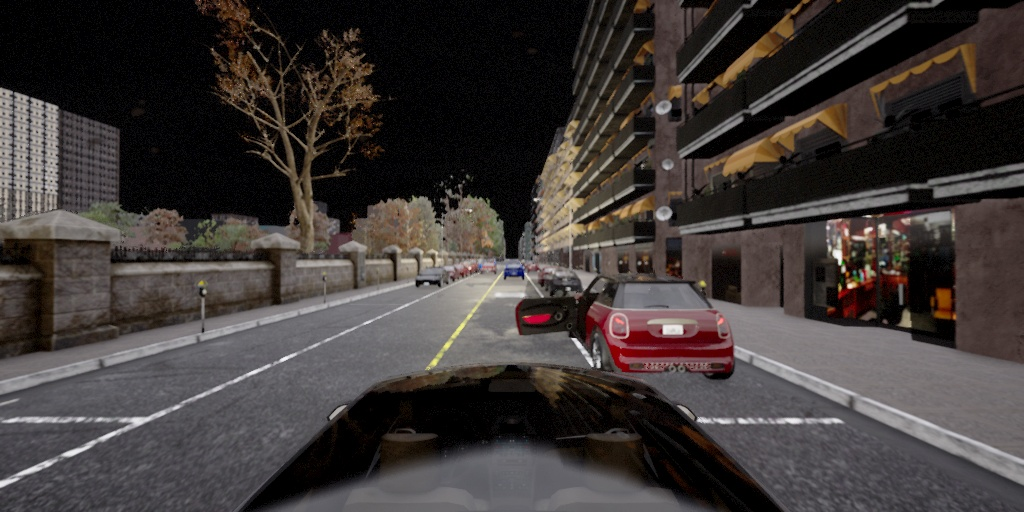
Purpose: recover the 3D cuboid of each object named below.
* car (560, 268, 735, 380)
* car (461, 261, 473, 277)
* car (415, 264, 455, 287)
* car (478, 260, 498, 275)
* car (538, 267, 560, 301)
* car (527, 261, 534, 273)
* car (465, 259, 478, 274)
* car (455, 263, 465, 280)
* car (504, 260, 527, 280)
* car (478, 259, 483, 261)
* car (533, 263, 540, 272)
[{"bbox_3d":[2.415,1.132,7.488,2.097,1.767,4.553,0,0,0],"label":"car"},{"bbox_3d":[-5.536,1.492,36.879,1.888,1.381,4.507,0,0,0],"label":"car"},{"bbox_3d":[-5.584,1.449,25.621,1.948,1.339,4.313,0,0,0],"label":"car"},{"bbox_3d":[-2.823,1.522,44.271,1.812,1.442,4.674,0,-1,0],"label":"car"},{"bbox_3d":[2.771,1.399,19.954,2.007,1.370,4.403,0,0,0],"label":"car"},{"bbox_3d":[2.893,1.601,48.101,1.802,1.307,4.207,0,0,0],"label":"car"},{"bbox_3d":[-5.511,1.424,42.507,1.967,1.591,4.097,0,0,0],"label":"car"},{"bbox_3d":[-5.561,1.496,31.251,1.802,1.307,4.207,0,0,0],"label":"car"},{"bbox_3d":[0.207,1.407,34.343,1.882,1.535,5.008,0,0,1],"label":"car"},{"bbox_3d":[-5.487,1.338,48.137,2.192,1.841,5.009,0,0,0],"label":"car"},{"bbox_3d":[2.796,1.424,25.584,1.888,1.381,4.507,0,0,0],"label":"car"}]
